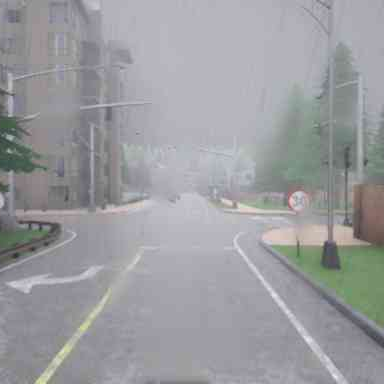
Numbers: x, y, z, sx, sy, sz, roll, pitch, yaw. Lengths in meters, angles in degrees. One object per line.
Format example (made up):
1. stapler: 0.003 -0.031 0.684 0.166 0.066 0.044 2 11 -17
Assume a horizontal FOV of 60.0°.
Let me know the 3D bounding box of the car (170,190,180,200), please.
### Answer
1. car: -3.559 0.597 67.328 2.150 2.045 5.566 0 1 0

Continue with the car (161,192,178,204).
1. car: -3.608 1.090 51.775 1.994 1.385 4.181 0 0 0
